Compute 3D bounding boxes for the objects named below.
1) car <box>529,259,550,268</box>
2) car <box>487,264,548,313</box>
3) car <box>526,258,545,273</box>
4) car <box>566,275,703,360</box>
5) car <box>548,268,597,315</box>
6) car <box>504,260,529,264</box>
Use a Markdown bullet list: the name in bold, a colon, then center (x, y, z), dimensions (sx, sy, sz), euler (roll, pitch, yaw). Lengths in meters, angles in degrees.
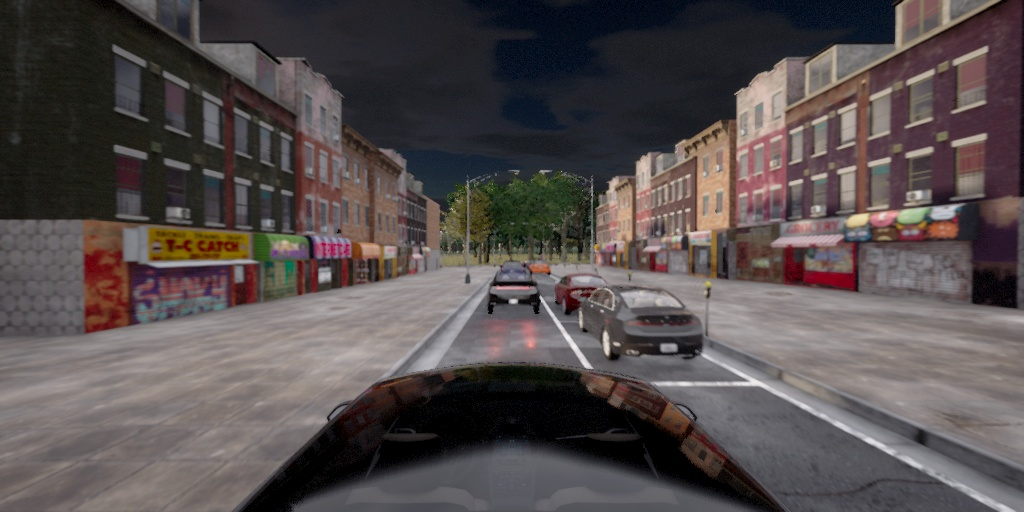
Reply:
- **car**: center (2.972, 1.159, 39.047), dimensions (2.097, 1.767, 4.553), euler (0, 0, 0)
- **car**: center (0.062, 1.253, 13.975), dimensions (2.128, 1.511, 4.902), euler (0, 0, 0)
- **car**: center (2.969, 1.178, 46.048), dimensions (2.097, 1.767, 4.553), euler (0, 0, 0)
- **car**: center (2.634, 1.306, 8.189), dimensions (2.007, 1.370, 4.403), euler (0, 0, 0)
- **car**: center (2.632, 1.306, 13.595), dimensions (1.888, 1.381, 4.507), euler (0, 0, 0)
- **car**: center (0.054, 1.136, 28.933), dimensions (2.097, 1.767, 4.553), euler (0, 0, 0)
